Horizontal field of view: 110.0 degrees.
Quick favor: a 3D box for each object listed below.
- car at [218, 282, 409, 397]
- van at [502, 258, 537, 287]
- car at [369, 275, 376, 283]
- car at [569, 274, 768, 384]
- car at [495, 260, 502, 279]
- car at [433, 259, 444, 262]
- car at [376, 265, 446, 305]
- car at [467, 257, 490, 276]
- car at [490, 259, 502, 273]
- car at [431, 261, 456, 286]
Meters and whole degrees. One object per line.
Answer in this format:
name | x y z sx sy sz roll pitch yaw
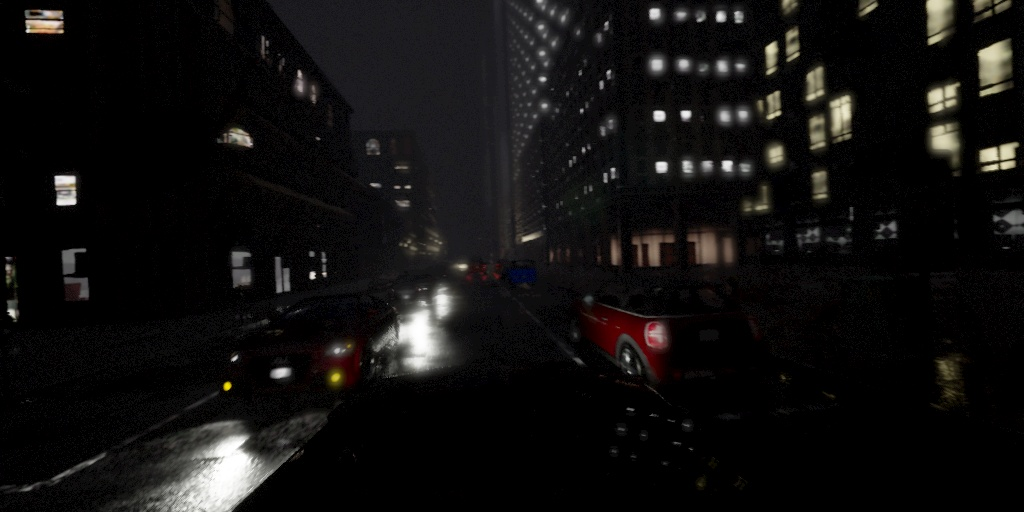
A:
car | -3.474 1.457 6.990 1.994 1.385 4.181 -3 0 -7
van | 0.561 1.025 23.491 1.690 1.789 3.998 0 0 -6
car | -7.760 1.606 22.573 2.007 1.370 4.403 0 0 -6
car | 2.419 1.073 6.647 1.967 1.591 4.097 0 0 -6
car | -0.057 1.253 29.106 2.007 1.370 4.403 0 0 -6
car | -11.473 1.485 56.260 2.192 1.841 5.009 0 0 -6
car | -4.581 1.415 17.050 2.128 1.511 4.902 -3 0 -6
car | -3.976 1.209 40.684 2.097 1.767 4.553 -3 0 -6
car | -1.087 1.080 41.952 2.097 1.767 4.553 -3 0 -6
car | -5.715 1.447 27.427 2.128 1.511 4.902 -3 0 -6
